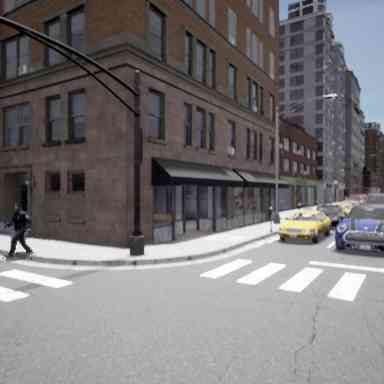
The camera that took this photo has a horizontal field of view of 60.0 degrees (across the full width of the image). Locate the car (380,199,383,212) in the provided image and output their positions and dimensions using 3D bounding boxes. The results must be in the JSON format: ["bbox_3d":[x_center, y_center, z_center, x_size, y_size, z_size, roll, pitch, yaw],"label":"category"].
[{"bbox_3d":[22.215,1.449,37.251,1.895,1.301,4.718,0,0,32],"label":"car"}]

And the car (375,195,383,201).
[{"bbox_3d":[41.557,1.275,73.556,1.802,1.307,4.206,0,0,32],"label":"car"}]

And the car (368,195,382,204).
[{"bbox_3d":[32.564,1.283,59.177,1.887,1.381,4.507,0,0,32],"label":"car"}]

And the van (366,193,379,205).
[{"bbox_3d":[29.565,1.104,54.381,1.690,1.788,3.998,0,0,32],"label":"van"}]

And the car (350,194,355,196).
[{"bbox_3d":[17.568,1.173,35.205,2.192,1.841,5.009,0,0,32],"label":"car"}]

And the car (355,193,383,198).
[{"bbox_3d":[12.216,1.144,21.458,2.150,2.045,5.566,0,0,33],"label":"car"}]

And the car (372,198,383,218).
[{"bbox_3d":[17.495,1.376,29.802,2.128,1.511,4.902,0,0,32],"label":"car"}]

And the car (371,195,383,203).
[{"bbox_3d":[35.562,1.300,63.971,1.802,1.307,4.206,0,0,32],"label":"car"}]

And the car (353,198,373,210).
[{"bbox_3d":[20.567,1.417,40.001,1.802,1.307,4.206,0,0,32],"label":"car"}]

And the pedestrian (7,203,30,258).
[{"bbox_3d":[-5.624,1.216,10.795,0.375,1.860,0.375,0,0,33],"label":"pedestrian"}]

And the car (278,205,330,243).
[{"bbox_3d":[5.481,1.473,15.886,1.752,1.417,4.829,0,0,32],"label":"car"}]

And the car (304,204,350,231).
[{"bbox_3d":[8.570,1.491,20.825,1.947,1.339,4.313,0,0,32],"label":"car"}]

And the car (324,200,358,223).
[{"bbox_3d":[11.479,1.429,25.474,1.752,1.417,4.829,0,0,32],"label":"car"}]

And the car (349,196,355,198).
[{"bbox_3d":[14.478,1.407,30.268,1.752,1.417,4.829,0,0,32],"label":"car"}]

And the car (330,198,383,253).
[{"bbox_3d":[7.156,1.311,13.359,2.097,1.767,4.553,0,0,32],"label":"car"}]
